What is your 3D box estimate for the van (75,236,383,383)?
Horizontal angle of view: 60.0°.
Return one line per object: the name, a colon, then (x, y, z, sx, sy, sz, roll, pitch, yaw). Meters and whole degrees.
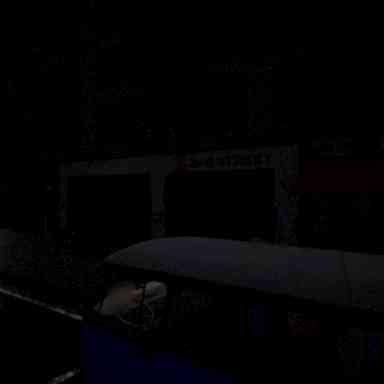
van: (0.829, 1.340, 2.485, 3.998, 1.788, 1.690, 0, 0, 36)
